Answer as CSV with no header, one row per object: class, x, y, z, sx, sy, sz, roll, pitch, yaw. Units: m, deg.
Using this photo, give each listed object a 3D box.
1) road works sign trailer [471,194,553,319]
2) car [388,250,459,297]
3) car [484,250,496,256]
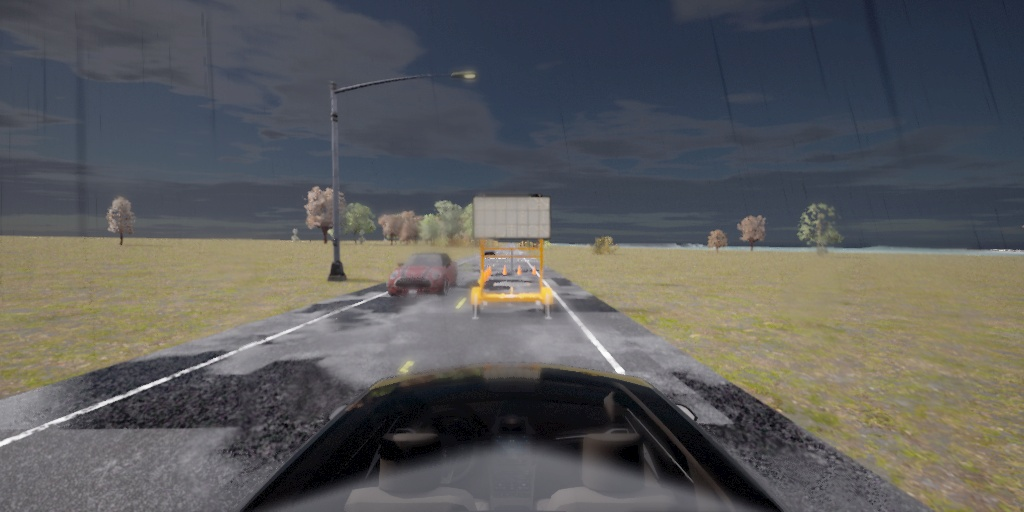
road works sign trailer,-0.001,-0.113,11.199,2.380,3.560,2.880,0,0,0
car,-3.597,0.635,15.233,2.097,1.767,4.553,0,2,0
car,-3.557,-0.578,57.568,1.895,1.301,4.718,0,2,1
